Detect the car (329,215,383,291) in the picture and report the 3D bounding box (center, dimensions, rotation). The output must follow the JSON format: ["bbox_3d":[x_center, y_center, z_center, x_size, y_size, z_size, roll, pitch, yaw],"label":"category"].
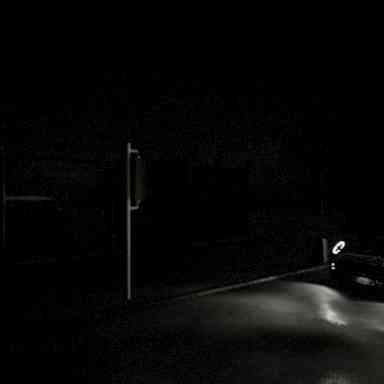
[{"bbox_3d":[5.576,1.353,8.575,4.553,1.767,2.097,0,0,-35],"label":"car"}]
